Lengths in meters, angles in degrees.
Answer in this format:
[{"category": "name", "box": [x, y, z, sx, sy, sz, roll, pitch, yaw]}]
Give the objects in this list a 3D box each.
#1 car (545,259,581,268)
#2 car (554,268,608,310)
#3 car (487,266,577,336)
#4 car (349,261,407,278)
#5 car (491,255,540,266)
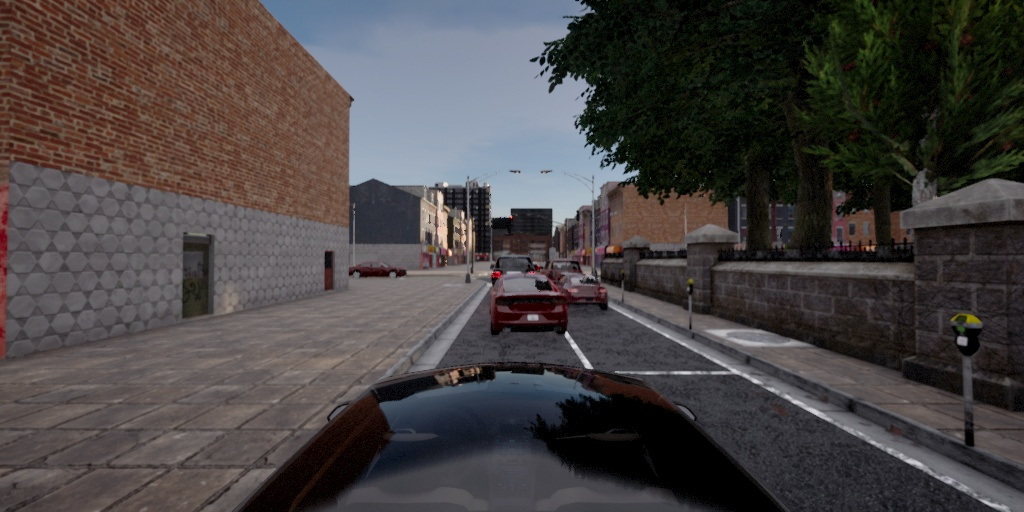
[{"category": "car", "box": [2.661, 1.063, 19.828, 2.192, 1.841, 5.009, 0, 0, 0]}, {"category": "car", "box": [2.654, 1.329, 14.379, 1.802, 1.307, 4.207, 0, 0, 0]}, {"category": "car", "box": [0.293, 1.224, 10.490, 1.882, 1.535, 5.008, 0, 0, -4]}, {"category": "car", "box": [-11.776, 1.199, 31.413, 5.008, 1.535, 1.882, 0, -1, -1]}, {"category": "car", "box": [0.104, 0.969, 18.135, 2.150, 2.045, 5.566, 0, 0, 0]}]
